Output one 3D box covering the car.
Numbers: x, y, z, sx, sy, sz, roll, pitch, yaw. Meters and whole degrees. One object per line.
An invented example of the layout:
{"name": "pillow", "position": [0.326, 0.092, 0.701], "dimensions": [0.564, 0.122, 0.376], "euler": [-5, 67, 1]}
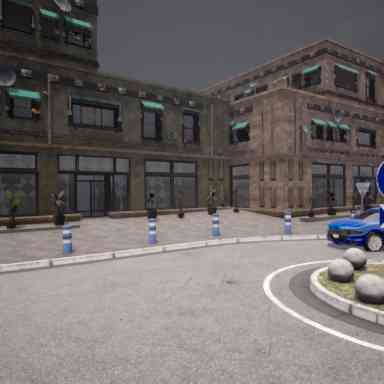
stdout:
{"name": "car", "position": [7.723, 1.346, 13.154], "dimensions": [5.008, 1.535, 1.882], "euler": [0, 0, -18]}
